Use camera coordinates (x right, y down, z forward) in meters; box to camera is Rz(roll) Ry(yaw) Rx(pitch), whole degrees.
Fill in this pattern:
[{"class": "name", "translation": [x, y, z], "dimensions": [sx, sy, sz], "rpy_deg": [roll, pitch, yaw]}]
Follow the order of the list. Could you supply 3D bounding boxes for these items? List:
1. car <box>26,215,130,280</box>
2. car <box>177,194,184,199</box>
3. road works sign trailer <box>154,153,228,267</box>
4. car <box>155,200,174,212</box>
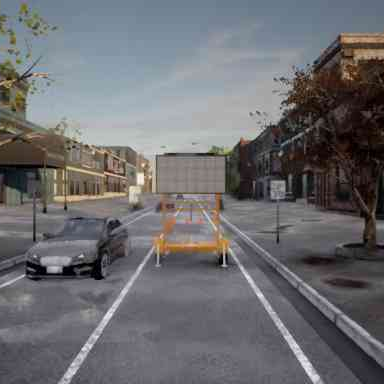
[{"class": "car", "translation": [-3.124, 1.491, 9.997], "dimensions": [2.128, 1.511, 4.902], "rpy_deg": [0, 0, 0]}, {"class": "car", "translation": [-3.238, 1.211, 91.373], "dimensions": [1.895, 1.301, 4.718], "rpy_deg": [0, 1, 0]}, {"class": "road works sign trailer", "translation": [-0.028, 0.464, 11.410], "dimensions": [2.380, 3.560, 2.880], "rpy_deg": [0, 0, 0]}, {"class": "car", "translation": [-3.098, 1.597, 38.304], "dimensions": [1.895, 1.301, 4.718], "rpy_deg": [0, 0, 0]}]
